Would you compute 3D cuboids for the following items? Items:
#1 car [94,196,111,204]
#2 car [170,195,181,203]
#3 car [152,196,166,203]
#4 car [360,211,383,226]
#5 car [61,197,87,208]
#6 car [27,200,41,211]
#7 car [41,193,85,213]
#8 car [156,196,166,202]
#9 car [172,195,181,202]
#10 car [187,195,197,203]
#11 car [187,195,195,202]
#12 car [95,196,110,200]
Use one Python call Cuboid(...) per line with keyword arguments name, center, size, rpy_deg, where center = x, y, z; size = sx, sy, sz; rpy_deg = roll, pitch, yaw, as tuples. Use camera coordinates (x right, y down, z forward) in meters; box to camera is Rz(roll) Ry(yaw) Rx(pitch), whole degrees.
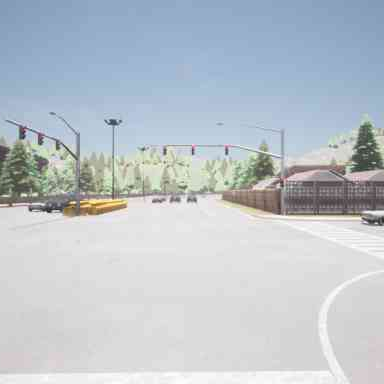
Cuboid(name="car", center=(-17.624, 1.485, 65.791), size=(2.128, 1.511, 4.902), rpy_deg=(0, 0, 0))
Cuboid(name="car", center=(-3.532, 1.340, 69.949), size=(2.097, 1.767, 4.553), rpy_deg=(0, 0, 0))
Cuboid(name="car", center=(-7.018, 1.590, 67.932), size=(1.895, 1.301, 4.718), rpy_deg=(0, 0, 0))
Cuboid(name="car", center=(14.078, 1.592, 22.506), size=(4.718, 1.301, 1.895), rpy_deg=(0, 0, 2))
Cuboid(name="car", center=(-17.683, 1.544, 50.302), size=(2.033, 1.411, 5.357), rpy_deg=(0, 0, 0))
Cuboid(name="car", center=(-17.668, 1.599, 39.644), size=(1.895, 1.301, 4.718), rpy_deg=(0, 0, 0))
Cuboid(name="car", center=(-14.154, 1.212, 36.800), size=(2.150, 2.045, 5.566), rpy_deg=(0, 1, 0))
Cuboid(name="car", center=(-7.134, 1.583, 77.925), size=(1.895, 1.301, 4.718), rpy_deg=(0, 0, 0))
Cuboid(name="car", center=(-3.637, 1.464, 79.896), size=(1.882, 1.535, 5.008), rpy_deg=(0, 0, 0))
Cuboid(name="car", center=(-0.020, 1.339, 69.681), size=(2.097, 1.767, 4.553), rpy_deg=(0, 0, 0))
Cuboid(name="car", center=(-0.137, 1.485, 79.801), size=(1.837, 1.490, 4.892), rpy_deg=(0, 0, 0))
Cuboid(name="car", center=(-14.181, 1.520, 52.372), size=(1.812, 1.442, 4.674), rpy_deg=(0, 0, 0))
